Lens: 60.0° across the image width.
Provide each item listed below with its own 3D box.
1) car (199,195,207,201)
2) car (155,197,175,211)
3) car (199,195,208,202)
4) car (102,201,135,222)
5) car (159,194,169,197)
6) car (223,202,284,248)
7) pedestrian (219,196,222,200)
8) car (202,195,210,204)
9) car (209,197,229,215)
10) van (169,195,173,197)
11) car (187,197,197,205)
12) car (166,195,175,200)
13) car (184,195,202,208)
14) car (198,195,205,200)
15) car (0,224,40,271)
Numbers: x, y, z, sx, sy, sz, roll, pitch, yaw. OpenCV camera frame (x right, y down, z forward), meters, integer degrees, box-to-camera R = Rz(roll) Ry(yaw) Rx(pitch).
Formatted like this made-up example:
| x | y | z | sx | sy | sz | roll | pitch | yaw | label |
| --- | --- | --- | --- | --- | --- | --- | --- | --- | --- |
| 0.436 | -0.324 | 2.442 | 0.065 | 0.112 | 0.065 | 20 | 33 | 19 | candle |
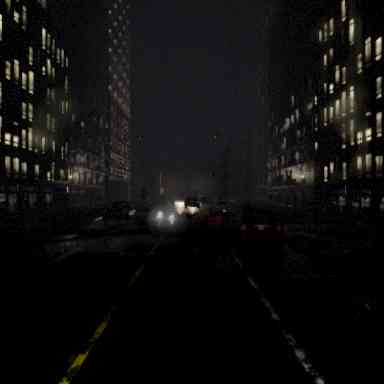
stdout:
| x | y | z | sx | sy | sz | roll | pitch | yaw | label |
| --- | --- | --- | --- | --- | --- | --- | --- | --- | --- |
| 2.686 | 1.508 | 83.129 | 1.887 | 1.381 | 4.507 | 0 | 0 | 0 | car |
| -3.098 | 1.588 | 41.057 | 1.895 | 1.301 | 4.718 | 0 | 0 | 0 | car |
| 2.687 | 1.517 | 77.437 | 2.008 | 1.369 | 4.403 | 0 | 0 | 0 | car |
| -5.689 | 1.434 | 26.223 | 1.967 | 1.590 | 4.097 | 0 | 0 | 0 | car |
| -5.692 | 1.503 | 60.206 | 1.752 | 1.417 | 4.829 | 0 | 0 | 0 | car |
| 2.693 | 1.438 | 14.825 | 1.967 | 1.590 | 4.097 | 0 | 0 | 0 | car |
| 2.996 | 1.284 | 36.002 | 0.375 | 1.860 | 0.375 | 0 | 0 | -2 | pedestrian |
| 2.689 | 1.418 | 60.361 | 1.967 | 1.590 | 4.097 | 0 | 0 | 0 | car |
| 2.997 | 1.518 | 33.160 | 1.812 | 1.442 | 4.674 | 0 | 0 | 0 | car |
| -5.692 | 1.311 | 71.761 | 1.690 | 1.788 | 3.998 | 0 | 0 | 0 | van |
| -0.005 | 1.579 | 60.385 | 1.895 | 1.301 | 4.718 | 0 | 0 | 0 | car |
| -5.695 | 1.510 | 88.837 | 2.008 | 1.369 | 4.403 | 0 | 0 | 0 | car |
| 0.005 | 1.338 | 46.573 | 2.097 | 1.767 | 4.553 | 0 | 0 | 0 | car |
| 2.685 | 1.506 | 94.513 | 2.008 | 1.369 | 4.403 | 0 | 0 | 0 | car |
| -5.688 | 1.581 | 9.147 | 1.802 | 1.307 | 4.206 | 0 | 0 | 0 | car |
